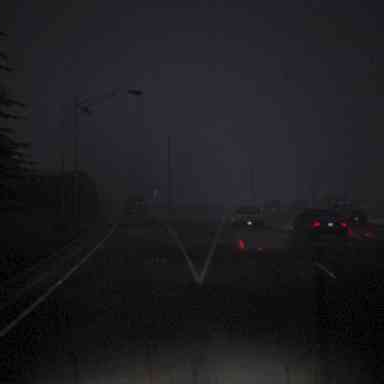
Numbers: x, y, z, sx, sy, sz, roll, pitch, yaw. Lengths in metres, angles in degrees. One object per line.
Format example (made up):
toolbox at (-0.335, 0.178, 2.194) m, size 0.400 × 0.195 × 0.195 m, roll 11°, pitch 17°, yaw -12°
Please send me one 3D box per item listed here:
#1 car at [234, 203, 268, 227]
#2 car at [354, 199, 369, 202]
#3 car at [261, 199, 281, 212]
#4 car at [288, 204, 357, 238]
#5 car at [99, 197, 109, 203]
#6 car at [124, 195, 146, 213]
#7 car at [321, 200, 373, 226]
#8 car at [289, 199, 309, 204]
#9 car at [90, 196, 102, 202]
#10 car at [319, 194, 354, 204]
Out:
car at (3.886, 1.663, 23.031) m, size 1.895 × 1.301 × 4.718 m, roll 0°, pitch 0°, yaw 7°
car at (20.160, 1.548, 40.432) m, size 1.882 × 1.535 × 5.008 m, roll 0°, pitch 0°, yaw 7°
car at (9.553, 1.605, 40.220) m, size 1.837 × 1.490 × 4.892 m, roll 0°, pitch 0°, yaw 7°
car at (6.791, 1.586, 18.042) m, size 2.033 × 1.411 × 5.357 m, roll 0°, pitch 0°, yaw 7°
car at (-21.077, 1.827, 79.287) m, size 1.812 × 1.442 × 4.674 m, roll 0°, pitch 0°, yaw -26°
car at (-6.804, 1.366, 39.501) m, size 2.150 × 2.045 × 5.566 m, roll 0°, pitch 0°, yaw -15°
car at (11.050, 1.571, 24.043) m, size 1.812 × 1.442 × 4.674 m, roll 0°, pitch 0°, yaw 7°
car at (13.215, 1.571, 41.308) m, size 1.882 × 1.535 × 5.008 m, roll 0°, pitch 0°, yaw 7°
car at (-25.575, 1.711, 88.358) m, size 2.128 × 1.511 × 4.902 m, roll 0°, pitch 0°, yaw -29°
car at (16.395, 1.297, 38.532) m, size 2.150 × 2.045 × 5.566 m, roll 0°, pitch 0°, yaw 7°
